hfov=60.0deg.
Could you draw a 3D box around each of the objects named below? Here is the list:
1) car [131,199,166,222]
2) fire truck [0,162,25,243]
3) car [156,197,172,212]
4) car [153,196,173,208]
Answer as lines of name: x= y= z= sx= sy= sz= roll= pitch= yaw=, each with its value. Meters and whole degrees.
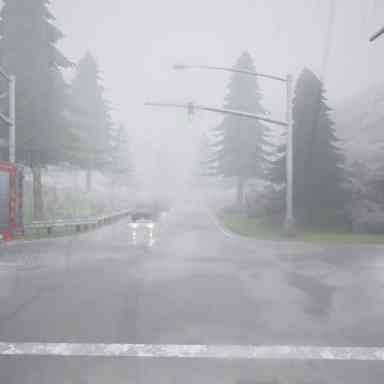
car: x=-3.593 y=1.547 z=26.889 sx=2.033 sy=1.411 sz=5.357 roll=0 pitch=0 yaw=0
fire truck: x=-10.993 y=0.330 z=12.126 sx=8.468 sy=3.827 sz=2.891 roll=0 pitch=0 yaw=0
car: x=-3.629 y=1.563 z=37.752 sx=1.994 sy=1.385 sz=4.181 roll=0 pitch=0 yaw=0
car: x=-4.380 y=1.477 z=50.039 sx=1.882 sy=1.535 sz=5.008 roll=0 pitch=0 yaw=-19
